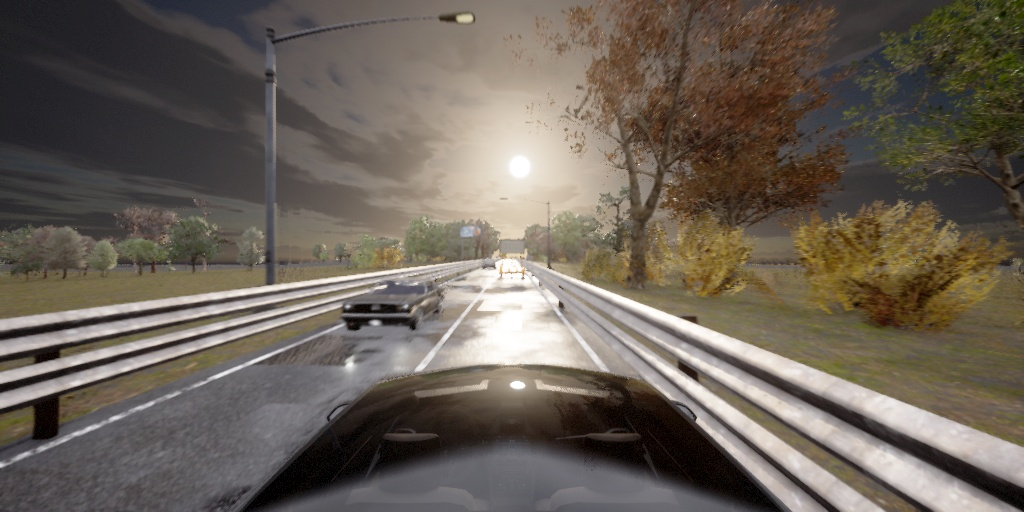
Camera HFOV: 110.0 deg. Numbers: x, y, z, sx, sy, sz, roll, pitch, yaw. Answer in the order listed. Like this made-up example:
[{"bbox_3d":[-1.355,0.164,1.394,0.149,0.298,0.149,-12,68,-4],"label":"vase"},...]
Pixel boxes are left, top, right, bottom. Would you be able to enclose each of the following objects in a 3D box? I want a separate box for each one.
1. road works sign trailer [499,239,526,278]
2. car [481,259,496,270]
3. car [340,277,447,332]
[{"bbox_3d":[0.016,0.176,33.350,2.380,3.560,2.880,0,0,0],"label":"road works sign trailer"},{"bbox_3d":[-3.296,1.214,52.521,1.812,1.442,4.674,0,0,1],"label":"car"},{"bbox_3d":[-3.347,1.340,11.014,1.895,1.301,4.718,0,0,0],"label":"car"}]
